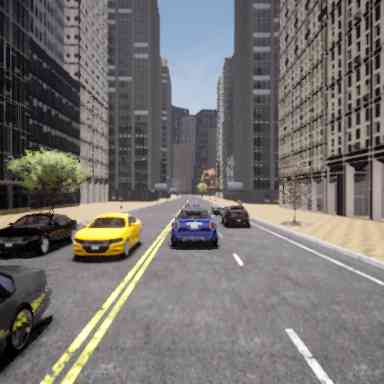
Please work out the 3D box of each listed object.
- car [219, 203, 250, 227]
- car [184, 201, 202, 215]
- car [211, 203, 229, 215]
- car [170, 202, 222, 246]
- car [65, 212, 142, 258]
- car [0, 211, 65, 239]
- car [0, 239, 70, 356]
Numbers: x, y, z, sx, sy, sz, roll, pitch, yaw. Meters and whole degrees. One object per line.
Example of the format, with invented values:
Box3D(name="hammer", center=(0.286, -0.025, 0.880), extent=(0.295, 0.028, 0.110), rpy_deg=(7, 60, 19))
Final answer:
Box3D(name="car", center=(3.258, 1.779, 25.526), extent=(1.837, 1.490, 4.892), rpy_deg=(0, -1, 0))
Box3D(name="car", center=(0.092, 1.930, 41.245), extent=(2.128, 1.511, 4.902), rpy_deg=(0, -1, 0))
Box3D(name="car", center=(3.302, 2.028, 40.091), extent=(1.895, 1.301, 4.718), rpy_deg=(0, -1, 0))
Box3D(name="car", center=(0.099, 1.530, 16.399), extent=(2.097, 1.767, 4.553), rpy_deg=(0, -1, 0))
Box3D(name="car", center=(-3.252, 1.628, 13.668), extent=(1.882, 1.535, 5.008), rpy_deg=(0, -1, 0))
Box3D(name="car", center=(-6.503, 1.635, 14.302), extent=(1.882, 1.535, 5.008), rpy_deg=(0, -1, 0))
Box3D(name="car", center=(-3.328, 1.587, 3.450), extent=(2.033, 1.411, 5.357), rpy_deg=(0, -1, 0))
